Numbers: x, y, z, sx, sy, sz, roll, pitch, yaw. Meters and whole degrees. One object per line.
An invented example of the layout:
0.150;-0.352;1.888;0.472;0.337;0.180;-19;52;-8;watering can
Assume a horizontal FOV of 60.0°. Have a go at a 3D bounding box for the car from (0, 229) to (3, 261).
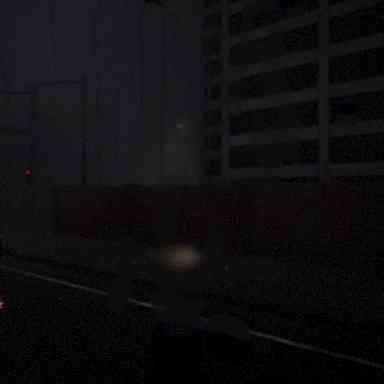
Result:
-7.530;1.255;9.345;5.566;2.045;2.150;0;0;35;car
